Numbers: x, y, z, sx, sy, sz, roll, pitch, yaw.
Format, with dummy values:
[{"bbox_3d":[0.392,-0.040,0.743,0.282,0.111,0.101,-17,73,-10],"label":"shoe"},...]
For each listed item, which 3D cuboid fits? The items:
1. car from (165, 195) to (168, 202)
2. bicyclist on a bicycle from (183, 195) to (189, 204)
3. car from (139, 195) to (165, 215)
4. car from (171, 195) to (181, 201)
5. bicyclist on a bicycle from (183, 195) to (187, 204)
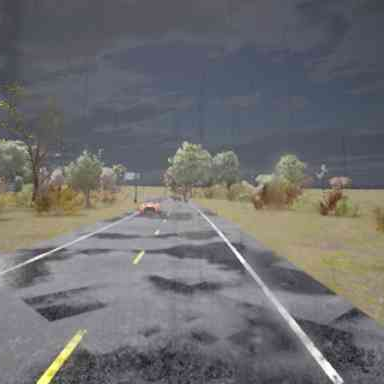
[{"bbox_3d":[-6.489,1.415,75.571,1.837,1.490,4.892,0,0,-4],"label":"car"},{"bbox_3d":[-0.930,1.504,59.849,0.866,1.612,1.509,0,-1,-3],"label":"bicyclist on a bicycle"},{"bbox_3d":[-4.273,1.403,34.978,2.097,1.767,4.553,0,0,-2],"label":"car"},{"bbox_3d":[-3.760,1.564,85.153,1.812,1.442,4.674,0,0,-5],"label":"car"},{"bbox_3d":[-1.469,1.442,68.176,0.659,1.776,1.843,0,0,-4],"label":"bicyclist on a bicycle"}]
